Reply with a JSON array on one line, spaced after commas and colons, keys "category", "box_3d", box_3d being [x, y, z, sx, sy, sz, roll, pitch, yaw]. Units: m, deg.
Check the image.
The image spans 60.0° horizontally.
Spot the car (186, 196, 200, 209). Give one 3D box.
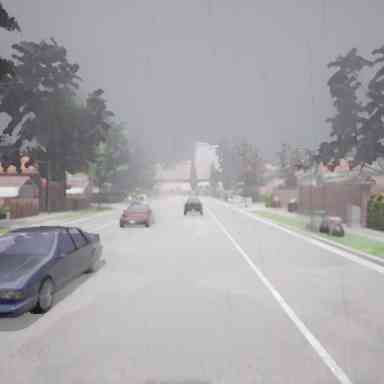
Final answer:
[{"category": "car", "box_3d": [0.156, 1.419, 46.525, 1.882, 1.535, 5.008, 0, 0, 1]}]

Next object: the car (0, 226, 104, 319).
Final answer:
[{"category": "car", "box_3d": [-3.582, 1.539, 7.846, 2.033, 1.411, 5.357, 0, 0, 0]}]

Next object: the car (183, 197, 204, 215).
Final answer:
[{"category": "car", "box_3d": [0.141, 1.474, 33.413, 1.837, 1.490, 4.892, 0, 0, 1]}]

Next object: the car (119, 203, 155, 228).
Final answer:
[{"category": "car", "box_3d": [-3.529, 1.506, 22.095, 1.812, 1.442, 4.674, 0, 0, 0]}]
